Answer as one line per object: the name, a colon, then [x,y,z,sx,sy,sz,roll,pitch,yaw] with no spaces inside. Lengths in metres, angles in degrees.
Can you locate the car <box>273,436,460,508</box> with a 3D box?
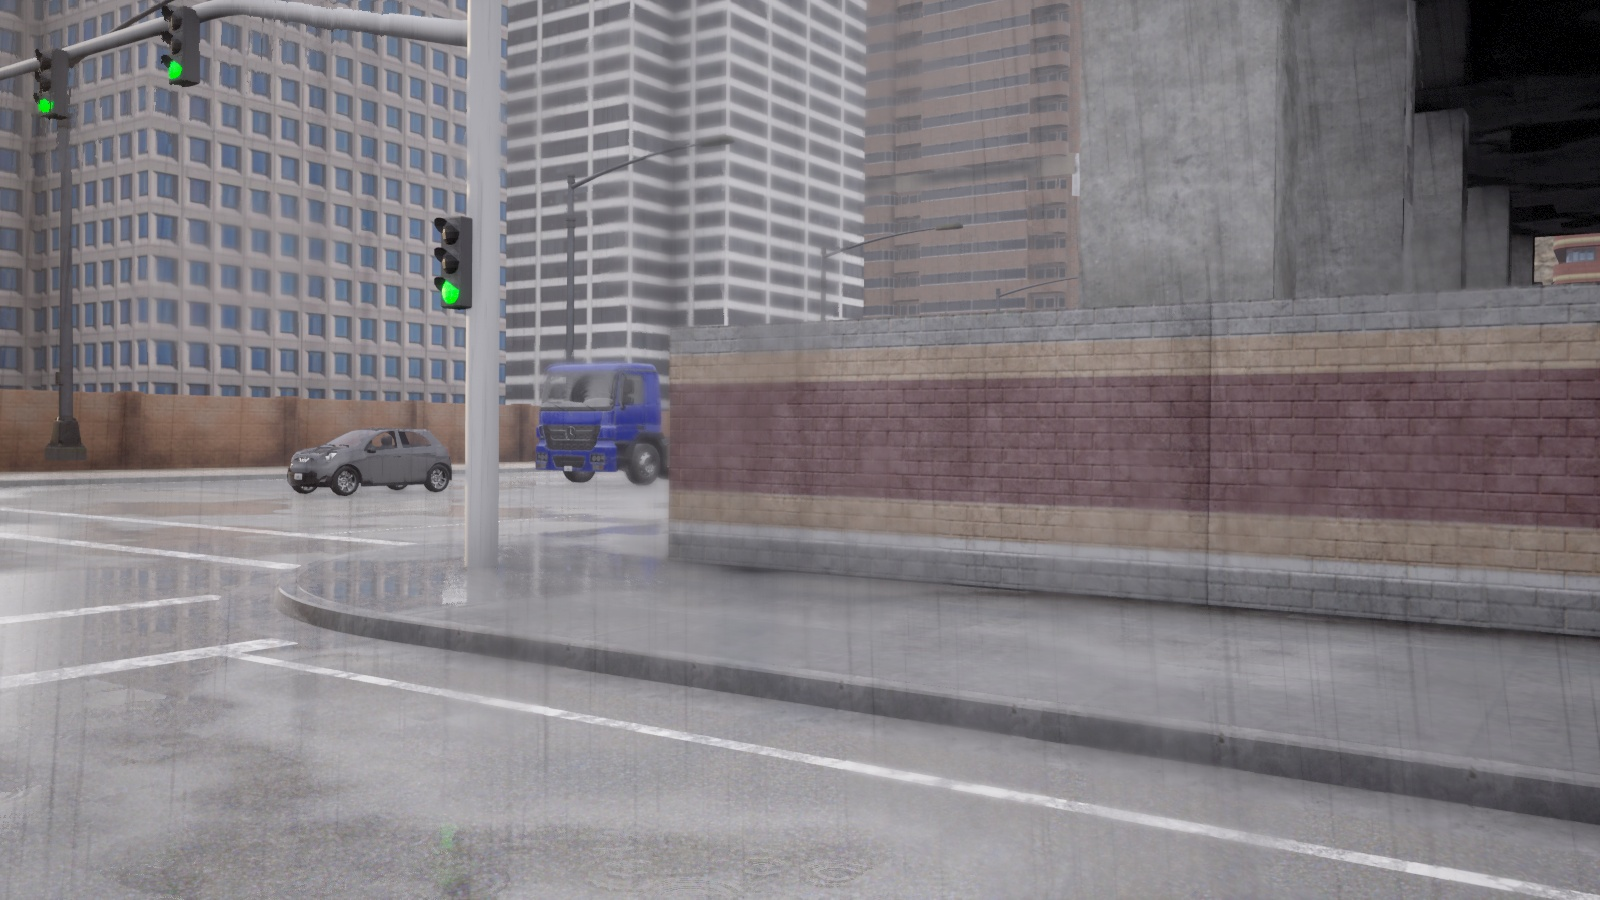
car: [-9.798,0.444,28.592,1.845,1.501,3.633,0,1,34]

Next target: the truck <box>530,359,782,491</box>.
truck: [-4.016,-0.721,37.134,2.891,3.462,7.936,0,1,34]
